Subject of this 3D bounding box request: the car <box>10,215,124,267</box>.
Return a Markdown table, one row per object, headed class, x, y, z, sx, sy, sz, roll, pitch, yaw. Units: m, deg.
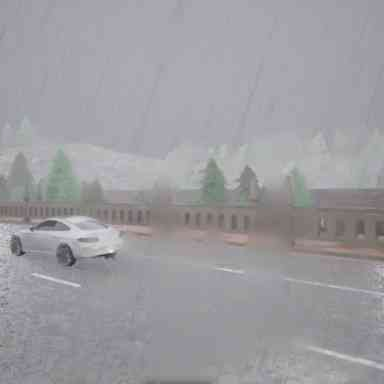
| class | x | y | z | sx | sy | sz | roll | pitch | yaw |
| --- | --- | --- | --- | --- | --- | --- | --- | --- | --- |
| car | -4.320 | 1.531 | 11.371 | 4.674 | 1.442 | 1.812 | 0 | 0 | 35 |
